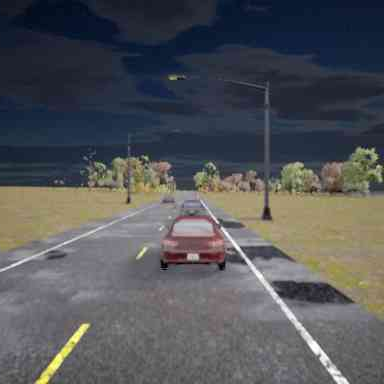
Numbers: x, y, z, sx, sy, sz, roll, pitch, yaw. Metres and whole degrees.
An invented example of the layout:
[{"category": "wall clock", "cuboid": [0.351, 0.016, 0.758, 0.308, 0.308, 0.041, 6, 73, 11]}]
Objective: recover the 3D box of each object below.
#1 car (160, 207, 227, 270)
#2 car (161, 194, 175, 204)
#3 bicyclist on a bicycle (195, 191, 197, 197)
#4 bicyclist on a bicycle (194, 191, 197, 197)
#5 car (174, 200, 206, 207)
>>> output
[{"category": "car", "cuboid": [0.047, 1.432, 10.604, 1.812, 1.442, 4.674, 0, 1, 1]}, {"category": "car", "cuboid": [-3.600, 1.049, 51.060, 1.837, 1.490, 4.892, 0, 1, 0]}, {"category": "bicyclist on a bicycle", "cuboid": [0.927, 0.713, 80.572, 0.866, 1.612, 1.509, 0, 1, 0]}, {"category": "bicyclist on a bicycle", "cuboid": [0.928, 0.644, 89.573, 0.582, 1.620, 1.656, 0, 0, 0]}, {"category": "car", "cuboid": [0.035, 1.328, 24.852, 2.033, 1.411, 5.357, 0, 1, 0]}]
